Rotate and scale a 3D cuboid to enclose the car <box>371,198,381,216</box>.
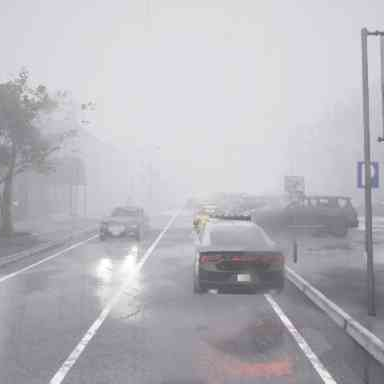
[{"bbox_3d":[18.857,1.462,29.455,4.892,1.521,2.231,0,0,0],"label":"car"}]

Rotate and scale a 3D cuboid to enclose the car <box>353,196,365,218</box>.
[{"bbox_3d":[18.860,1.455,32.233,5.008,1.535,2.097,0,0,0],"label":"car"}]

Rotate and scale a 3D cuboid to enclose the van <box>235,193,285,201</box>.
[{"bbox_3d":[5.897,1.238,25.904,4.442,1.987,1.878,0,0,0],"label":"van"}]

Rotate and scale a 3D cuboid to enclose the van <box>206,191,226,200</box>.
[{"bbox_3d":[5.706,0.864,79.173,4.442,1.987,1.878,0,1,0],"label":"van"}]

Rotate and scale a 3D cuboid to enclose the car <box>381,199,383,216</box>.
[{"bbox_3d":[18.832,1.212,26.680,5.566,2.045,2.435,0,0,0],"label":"car"}]

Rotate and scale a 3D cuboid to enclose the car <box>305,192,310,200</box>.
[{"bbox_3d":[18.905,1.134,46.115,5.566,2.045,2.435,0,1,0],"label":"car"}]

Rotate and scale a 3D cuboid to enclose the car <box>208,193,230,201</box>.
[{"bbox_3d":[5.785,1.039,70.764,4.553,1.767,2.185,0,1,0],"label":"car"}]

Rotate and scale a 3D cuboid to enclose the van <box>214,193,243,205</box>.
[{"bbox_3d":[5.919,1.089,53.944,4.442,1.987,1.878,0,1,0],"label":"van"}]

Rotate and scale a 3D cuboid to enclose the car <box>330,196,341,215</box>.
[{"bbox_3d":[18.840,1.469,37.782,4.792,1.488,2.163,0,0,0],"label":"car"}]

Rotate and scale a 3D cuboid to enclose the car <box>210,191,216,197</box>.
[{"bbox_3d":[5.770,1.114,48.336,5.566,2.045,2.435,0,1,0],"label":"car"}]

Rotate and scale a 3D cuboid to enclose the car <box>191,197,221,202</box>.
[{"bbox_3d":[1.029,1.424,25.005,1.801,1.575,5.366,0,0,0],"label":"car"}]

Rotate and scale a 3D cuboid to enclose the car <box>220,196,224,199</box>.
[{"bbox_3d":[5.818,1.470,37.119,4.792,1.488,2.163,0,0,0],"label":"car"}]

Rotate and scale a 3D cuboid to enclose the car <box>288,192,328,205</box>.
[{"bbox_3d":[18.911,1.060,54.442,5.566,2.045,2.435,0,1,0],"label":"car"}]

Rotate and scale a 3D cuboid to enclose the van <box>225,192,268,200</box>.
[{"bbox_3d":[5.668,1.231,31.514,4.442,1.987,1.878,0,0,0],"label":"van"}]

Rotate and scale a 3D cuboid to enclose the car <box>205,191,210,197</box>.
[{"bbox_3d":[5.783,0.964,65.156,5.566,2.045,2.435,0,1,0],"label":"car"}]

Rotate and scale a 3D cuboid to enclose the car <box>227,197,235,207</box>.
[{"bbox_3d":[5.777,1.460,28.707,5.008,1.535,2.097,0,0,0],"label":"car"}]

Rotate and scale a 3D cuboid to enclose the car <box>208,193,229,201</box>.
[{"bbox_3d":[5.787,1.014,73.567,4.553,1.767,2.185,0,1,0],"label":"car"}]

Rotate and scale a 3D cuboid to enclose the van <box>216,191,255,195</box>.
[{"bbox_3d":[5.913,1.164,45.536,4.442,1.987,1.878,0,0,0],"label":"van"}]

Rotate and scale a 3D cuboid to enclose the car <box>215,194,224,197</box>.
[{"bbox_3d":[5.800,1.409,42.730,4.892,1.521,2.231,0,0,0],"label":"car"}]

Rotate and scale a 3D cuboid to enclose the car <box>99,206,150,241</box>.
[{"bbox_3d":[-3.214,1.479,16.571,2.128,1.511,4.902,0,0,0],"label":"car"}]

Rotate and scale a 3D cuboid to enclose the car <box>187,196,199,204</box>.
[{"bbox_3d":[0.127,1.355,58.654,1.994,1.385,4.181,0,0,0],"label":"car"}]

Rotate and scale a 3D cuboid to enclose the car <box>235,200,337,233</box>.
[{"bbox_3d":[5.590,1.466,20.298,5.366,1.575,1.946,0,0,0],"label":"car"}]

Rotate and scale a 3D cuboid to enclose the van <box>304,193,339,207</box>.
[{"bbox_3d":[18.995,1.135,48.891,4.442,1.987,1.878,0,1,0],"label":"van"}]

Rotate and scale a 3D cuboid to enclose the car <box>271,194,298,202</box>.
[{"bbox_3d":[18.899,1.189,68.323,4.892,1.521,2.231,0,1,0],"label":"car"}]

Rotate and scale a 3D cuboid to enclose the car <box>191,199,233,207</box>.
[{"bbox_3d":[1.016,1.438,18.998,1.801,1.575,5.366,0,0,0],"label":"car"}]

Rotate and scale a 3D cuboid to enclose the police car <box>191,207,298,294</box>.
[{"bbox_3d":[0.994,1.422,8.905,1.930,1.638,5.238,0,0,0],"label":"police car"}]

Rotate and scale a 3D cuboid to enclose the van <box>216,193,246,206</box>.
[{"bbox_3d":[5.917,1.114,51.141,4.442,1.987,1.878,0,1,0],"label":"van"}]

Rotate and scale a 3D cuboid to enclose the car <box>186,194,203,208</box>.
[{"bbox_3d":[0.111,1.429,45.236,2.033,1.411,5.357,0,0,0],"label":"car"}]

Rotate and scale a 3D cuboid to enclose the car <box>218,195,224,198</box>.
[{"bbox_3d":[5.789,1.466,39.927,4.674,1.452,2.002,0,0,0],"label":"car"}]

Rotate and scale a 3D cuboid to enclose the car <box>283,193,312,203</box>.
[{"bbox_3d":[18.918,1.136,59.995,4.553,1.767,2.185,0,1,0],"label":"car"}]

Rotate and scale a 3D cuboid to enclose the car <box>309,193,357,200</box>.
[{"bbox_3d":[18.845,1.154,43.338,5.566,2.045,2.435,0,0,0],"label":"car"}]

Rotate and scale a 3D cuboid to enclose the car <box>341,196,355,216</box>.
[{"bbox_3d":[19.052,1.444,35.010,5.366,1.575,1.946,0,0,0],"label":"car"}]

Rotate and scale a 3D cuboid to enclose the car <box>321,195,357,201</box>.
[{"bbox_3d":[18.900,1.452,40.565,4.792,1.488,2.163,0,0,0],"label":"car"}]
